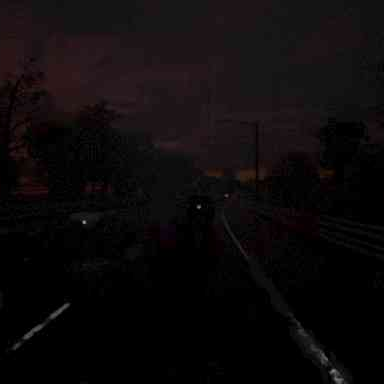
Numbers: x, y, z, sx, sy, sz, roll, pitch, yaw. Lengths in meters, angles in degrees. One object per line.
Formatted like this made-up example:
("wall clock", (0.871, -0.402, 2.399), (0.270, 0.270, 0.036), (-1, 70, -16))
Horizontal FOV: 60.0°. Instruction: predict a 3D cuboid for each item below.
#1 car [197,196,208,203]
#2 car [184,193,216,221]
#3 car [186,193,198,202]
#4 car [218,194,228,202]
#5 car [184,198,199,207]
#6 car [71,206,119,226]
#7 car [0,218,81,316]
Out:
("car", (2.323, 1.621, 72.995), (1.837, 1.490, 4.892), (0, 0, 8))
("car", (0.778, 1.258, 28.137), (2.150, 2.045, 5.566), (0, 0, 5))
("car", (0.054, 1.365, 81.606), (2.150, 2.045, 5.566), (0, 0, 9))
("car", (7.472, 1.651, 83.779), (1.837, 1.490, 4.892), (0, 0, 9))
("car", (-0.073, 1.645, 54.438), (1.994, 1.385, 4.181), (0, 0, 7))
("car", (-6.644, 1.621, 23.319), (1.895, 1.301, 4.718), (0, 0, 4))
("car", (-4.194, 1.528, 6.999), (1.812, 1.442, 4.674), (0, 0, 3))
